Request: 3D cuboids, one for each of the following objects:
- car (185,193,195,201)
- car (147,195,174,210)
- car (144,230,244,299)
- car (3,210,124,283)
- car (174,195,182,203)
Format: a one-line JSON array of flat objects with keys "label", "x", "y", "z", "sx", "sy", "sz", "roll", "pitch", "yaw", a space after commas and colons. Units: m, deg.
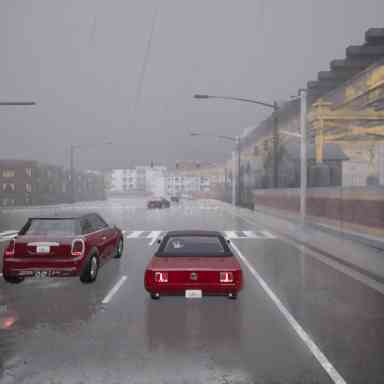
[{"label": "car", "x": -0.210, "y": 1.591, "z": 87.262, "sx": 1.895, "sy": 1.301, "sz": 4.718, "roll": 0, "pitch": 0, "yaw": -3}, {"label": "car", "x": -4.314, "y": 1.477, "z": 43.653, "sx": 1.882, "sy": 1.535, "sz": 5.008, "roll": 1, "pitch": 0, "yaw": 13}, {"label": "car", "x": 0.047, "y": 1.601, "z": 8.387, "sx": 1.895, "sy": 1.301, "sz": 4.718, "roll": 0, "pitch": 0, "yaw": 0}, {"label": "car", "x": -3.449, "y": 1.352, "z": 9.857, "sx": 2.097, "sy": 1.767, "sz": 4.553, "roll": 0, "pitch": 0, "yaw": 0}, {"label": "car", "x": -3.546, "y": 1.505, "z": 68.753, "sx": 1.837, "sy": 1.490, "sz": 4.892, "roll": 0, "pitch": 0, "yaw": 0}]
